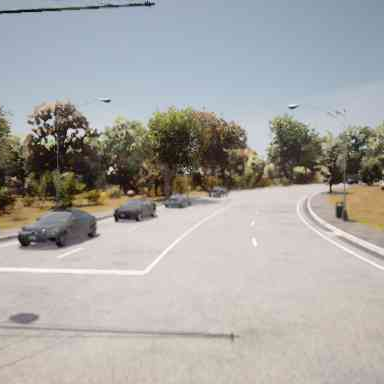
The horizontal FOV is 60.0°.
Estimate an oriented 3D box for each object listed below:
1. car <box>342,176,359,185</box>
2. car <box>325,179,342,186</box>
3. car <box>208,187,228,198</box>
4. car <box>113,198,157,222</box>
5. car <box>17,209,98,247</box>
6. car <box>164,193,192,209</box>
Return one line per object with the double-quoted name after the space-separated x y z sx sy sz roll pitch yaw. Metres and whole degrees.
38.913 -2.503 81.540 5.357 1.411 2.033 -4 3 -42 "car"
34.524 -2.356 82.144 4.674 1.442 1.812 -4 3 -44 "car"
3.973 -0.014 50.253 2.128 1.511 4.902 0 3 24 "car"
-4.208 1.274 25.231 1.882 1.535 5.008 0 2 13 "car"
-5.913 1.519 15.309 1.812 1.442 4.674 0 1 8 "car"
-1.447 0.895 35.754 1.812 1.442 4.674 0 3 18 "car"
